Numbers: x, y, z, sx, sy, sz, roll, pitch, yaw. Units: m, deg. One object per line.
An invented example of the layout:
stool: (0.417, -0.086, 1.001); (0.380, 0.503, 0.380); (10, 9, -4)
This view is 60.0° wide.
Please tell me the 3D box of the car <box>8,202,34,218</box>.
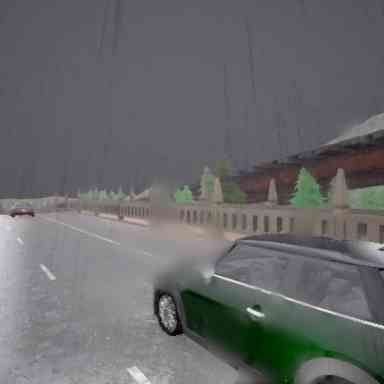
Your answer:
car: (-16.687, 1.706, 32.481); (1.994, 1.385, 4.181); (0, -1, -33)

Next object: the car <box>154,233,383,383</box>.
car: (1.234, 1.354, 4.549); (2.097, 1.767, 4.553); (0, 0, -33)
